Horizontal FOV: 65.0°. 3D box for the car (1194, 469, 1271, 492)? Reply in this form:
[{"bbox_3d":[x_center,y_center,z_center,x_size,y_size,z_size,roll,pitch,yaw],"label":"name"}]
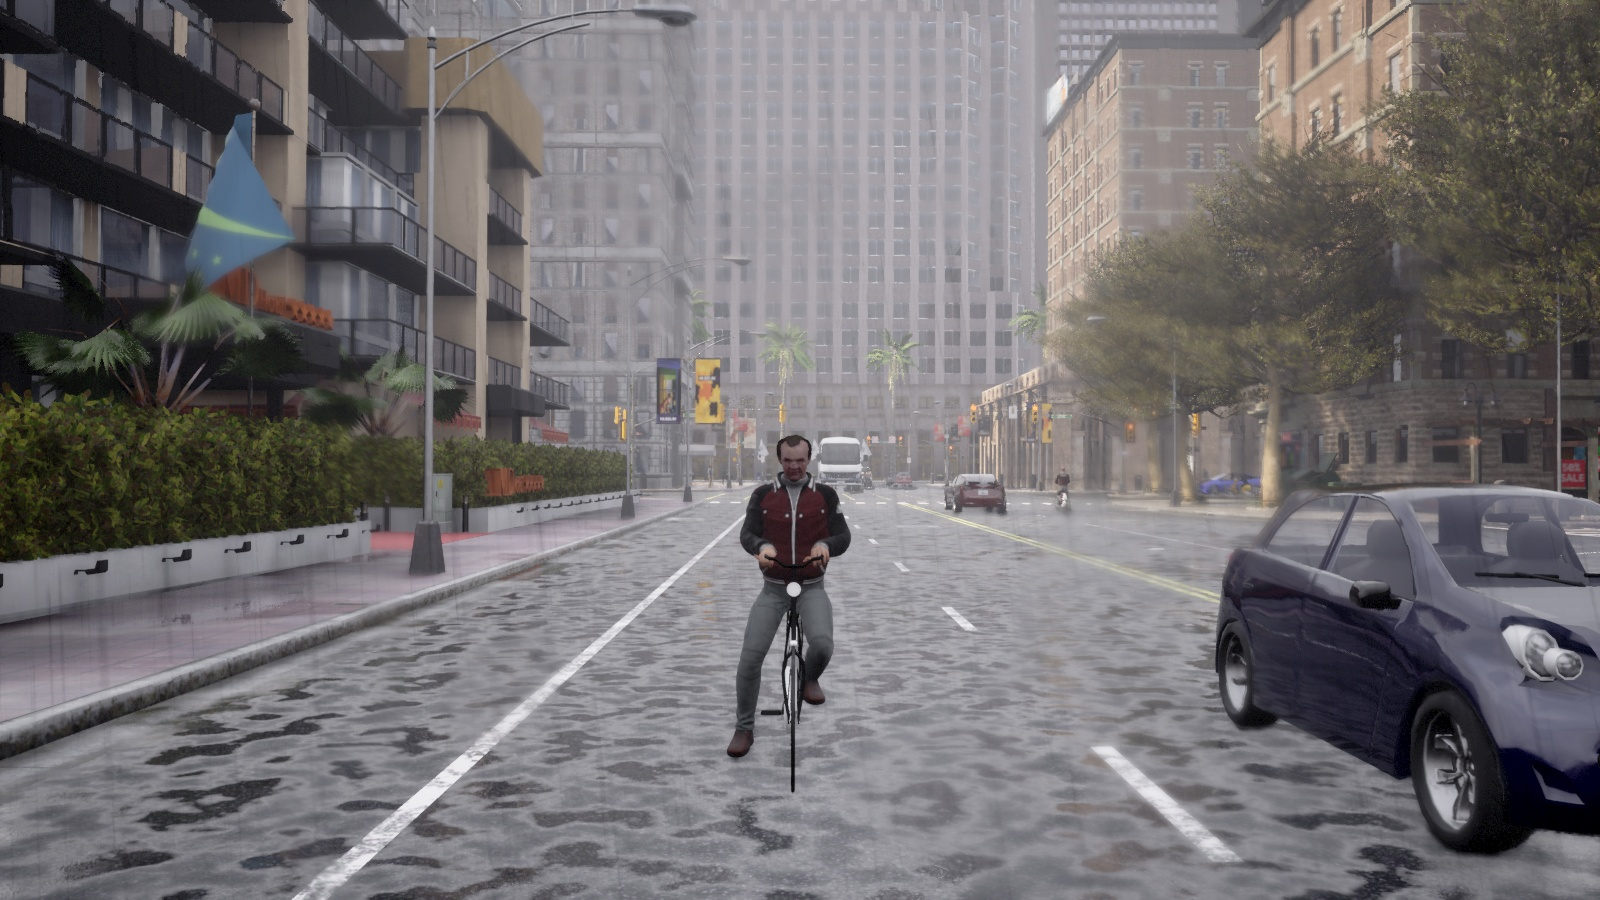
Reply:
[{"bbox_3d":[29.324,2.072,85.222,4.514,1.525,2.007,0,-1,1],"label":"car"}]

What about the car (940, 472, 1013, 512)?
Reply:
[{"bbox_3d":[6.819,1.608,48.996,2.163,1.488,4.792,0,-1,0],"label":"car"}]

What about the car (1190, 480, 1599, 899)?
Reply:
[{"bbox_3d":[3.475,0.921,6.353,1.845,1.501,3.633,0,-1,0],"label":"car"}]

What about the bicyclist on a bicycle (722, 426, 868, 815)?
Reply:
[{"bbox_3d":[-0.027,0.797,6.671,0.659,1.776,1.843,0,-1,0],"label":"bicyclist on a bicycle"}]

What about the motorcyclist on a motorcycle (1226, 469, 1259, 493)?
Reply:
[{"bbox_3d":[28.779,2.021,81.705,1.817,1.590,0.866,0,-1,1],"label":"motorcyclist on a motorcycle"}]
